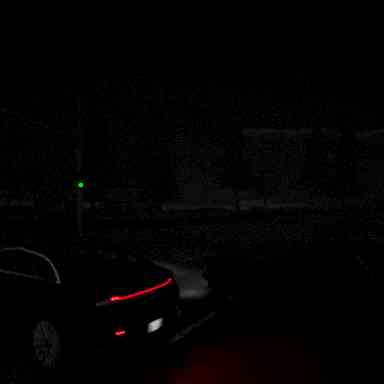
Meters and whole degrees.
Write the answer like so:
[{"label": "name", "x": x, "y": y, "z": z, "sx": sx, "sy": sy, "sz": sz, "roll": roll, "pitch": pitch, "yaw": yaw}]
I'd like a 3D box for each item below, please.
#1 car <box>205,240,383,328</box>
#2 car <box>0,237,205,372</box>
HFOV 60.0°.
[{"label": "car", "x": 2.571, "y": 1.613, "z": 6.459, "sx": 4.718, "sy": 1.301, "sz": 1.895, "roll": -1, "pitch": 0, "yaw": 35}, {"label": "car", "x": -2.449, "y": 1.537, "z": 5.739, "sx": 4.902, "sy": 1.511, "sz": 2.128, "roll": -1, "pitch": 0, "yaw": 35}]
